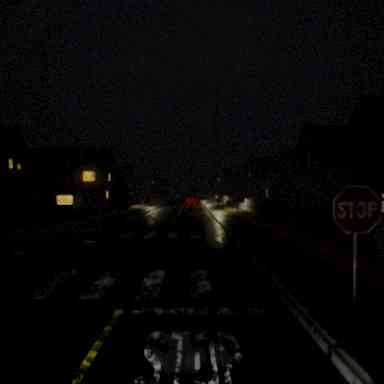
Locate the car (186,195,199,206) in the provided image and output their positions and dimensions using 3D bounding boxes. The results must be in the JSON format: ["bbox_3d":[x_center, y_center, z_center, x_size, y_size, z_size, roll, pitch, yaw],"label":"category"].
[{"bbox_3d":[0.100,1.276,53.904,2.097,1.767,4.553,0,0,0],"label":"car"}]
